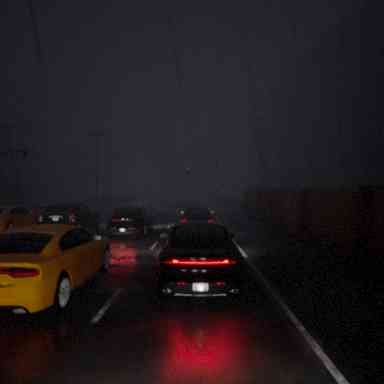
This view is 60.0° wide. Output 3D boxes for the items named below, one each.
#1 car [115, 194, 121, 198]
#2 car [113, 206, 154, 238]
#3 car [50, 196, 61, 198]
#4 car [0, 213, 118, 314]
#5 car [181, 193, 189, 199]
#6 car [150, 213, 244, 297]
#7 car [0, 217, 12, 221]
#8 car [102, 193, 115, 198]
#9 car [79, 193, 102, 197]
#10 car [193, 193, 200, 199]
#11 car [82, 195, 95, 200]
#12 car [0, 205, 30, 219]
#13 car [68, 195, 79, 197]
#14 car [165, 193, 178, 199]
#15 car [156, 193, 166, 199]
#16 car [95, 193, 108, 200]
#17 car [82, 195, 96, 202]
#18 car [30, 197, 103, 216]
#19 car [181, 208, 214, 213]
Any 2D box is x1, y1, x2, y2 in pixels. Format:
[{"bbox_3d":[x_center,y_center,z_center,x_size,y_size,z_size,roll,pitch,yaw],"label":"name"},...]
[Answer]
[{"bbox_3d":[-19.792,1.197,86.221,2.097,1.767,4.553,0,1,1],"label":"car"},{"bbox_3d":[-3.201,1.510,17.815,1.837,1.490,4.892,0,0,0],"label":"car"},{"bbox_3d":[-27.193,1.548,66.240,1.994,1.385,4.181,0,0,1],"label":"car"},{"bbox_3d":[-3.323,1.480,7.736,1.882,1.535,5.008,0,0,1],"label":"car"},{"bbox_3d":[-2.110,1.074,95.123,2.097,1.767,4.553,0,1,1],"label":"car"},{"bbox_3d":[0.187,1.507,8.559,1.837,1.490,4.892,0,0,1],"label":"car"},{"bbox_3d":[-6.811,1.566,8.487,1.994,1.385,4.181,0,0,0],"label":"car"},{"bbox_3d":[-19.998,1.164,76.030,2.150,2.045,5.566,0,0,1],"label":"car"},{"bbox_3d":[-20.193,1.331,66.149,2.097,1.767,4.553,0,0,1],"label":"car"},{"bbox_3d":[1.390,1.271,95.086,1.994,1.385,4.181,0,1,1],"label":"car"},{"bbox_3d":[-26.790,1.437,86.391,1.895,1.301,4.718,0,1,1],"label":"car"},{"bbox_3d":[-10.197,1.483,18.520,1.882,1.535,5.008,0,0,1],"label":"car"},{"bbox_3d":[-23.693,1.350,66.209,2.097,1.767,4.553,0,0,1],"label":"car"},{"bbox_3d":[-5.617,1.246,94.810,2.128,1.511,4.902,0,1,1],"label":"car"},{"bbox_3d":[-9.116,1.198,94.885,1.882,1.535,5.008,0,1,1],"label":"car"},{"bbox_3d":[-23.295,1.199,86.130,2.097,1.767,4.553,0,1,1],"label":"car"},{"bbox_3d":[-23.498,1.491,76.067,1.994,1.385,4.181,0,0,1],"label":"car"},{"bbox_3d":[-6.696,1.358,18.508,2.097,1.767,4.553,0,0,1],"label":"car"},{"bbox_3d":[0.307,1.569,18.676,1.994,1.385,4.181,0,0,1],"label":"car"}]
